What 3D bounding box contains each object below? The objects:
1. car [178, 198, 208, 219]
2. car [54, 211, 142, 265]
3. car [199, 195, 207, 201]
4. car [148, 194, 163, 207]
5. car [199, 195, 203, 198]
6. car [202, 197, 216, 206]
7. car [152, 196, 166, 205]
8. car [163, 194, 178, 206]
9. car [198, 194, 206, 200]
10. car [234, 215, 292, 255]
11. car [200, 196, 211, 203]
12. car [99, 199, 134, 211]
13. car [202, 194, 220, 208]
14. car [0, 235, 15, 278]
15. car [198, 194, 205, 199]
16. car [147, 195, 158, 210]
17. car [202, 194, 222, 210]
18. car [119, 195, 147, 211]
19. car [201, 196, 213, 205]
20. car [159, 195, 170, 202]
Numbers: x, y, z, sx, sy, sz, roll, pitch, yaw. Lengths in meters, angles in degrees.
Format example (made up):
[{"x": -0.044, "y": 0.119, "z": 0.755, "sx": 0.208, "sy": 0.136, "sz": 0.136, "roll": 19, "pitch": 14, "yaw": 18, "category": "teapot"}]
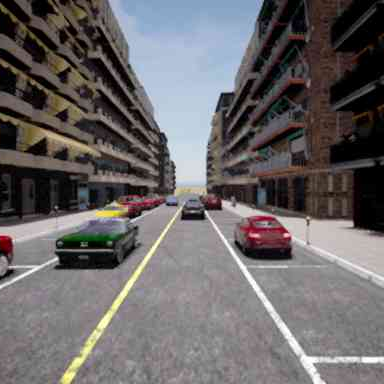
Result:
[{"x": 0.092, "y": 1.508, "z": 28.337, "sx": 1.994, "sy": 1.385, "sz": 4.181, "roll": 0, "pitch": 0, "yaw": 0, "category": "car"}, {"x": -3.103, "y": 1.578, "z": 11.784, "sx": 1.895, "sy": 1.301, "sz": 4.718, "roll": 0, "pitch": 0, "yaw": 0, "category": "car"}, {"x": 2.660, "y": 1.375, "z": 80.953, "sx": 1.947, "sy": 1.339, "sz": 4.313, "roll": -1, "pitch": 0, "yaw": 0, "category": "car"}, {"x": -5.718, "y": 1.218, "z": 46.904, "sx": 2.192, "sy": 1.841, "sz": 5.009, "roll": -1, "pitch": 0, "yaw": 0, "category": "car"}, {"x": 0.091, "y": 1.442, "z": 40.471, "sx": 1.812, "sy": 1.442, "sz": 4.674, "roll": 0, "pitch": 0, "yaw": 0, "category": "car"}, {"x": 2.632, "y": 1.454, "z": 52.631, "sx": 1.947, "sy": 1.339, "sz": 4.313, "roll": -1, "pitch": 0, "yaw": 0, "category": "car"}, {"x": -5.717, "y": 1.418, "z": 58.234, "sx": 1.887, "sy": 1.381, "sz": 4.507, "roll": -1, "pitch": 0, "yaw": 0, "category": "car"}, {"x": -3.060, "y": 1.437, "z": 52.109, "sx": 2.033, "sy": 1.411, "sz": 5.357, "roll": 0, "pitch": 0, "yaw": 1, "category": "car"}, {"x": 2.656, "y": 1.343, "z": 86.618, "sx": 2.008, "sy": 1.369, "sz": 4.403, "roll": -1, "pitch": 0, "yaw": 0, "category": "car"}, {"x": 2.642, "y": 1.556, "z": 12.981, "sx": 1.802, "sy": 1.307, "sz": 4.206, "roll": -1, "pitch": 0, "yaw": 0, "category": "car"}, {"x": 2.635, "y": 1.423, "z": 63.960, "sx": 1.947, "sy": 1.339, "sz": 4.313, "roll": -1, "pitch": 0, "yaw": 0, "category": "car"}, {"x": -5.710, "y": 1.478, "z": 24.076, "sx": 1.752, "sy": 1.417, "sz": 4.829, "roll": -1, "pitch": 0, "yaw": 0, "category": "car"}, {"x": 2.629, "y": 1.217, "z": 46.967, "sx": 2.192, "sy": 1.841, "sz": 5.009, "roll": -1, "pitch": 0, "yaw": 0, "category": "car"}, {"x": -5.705, "y": 1.531, "z": 7.254, "sx": 1.887, "sy": 1.381, "sz": 4.507, "roll": -1, "pitch": 0, "yaw": 0, "category": "car"}, {"x": 2.656, "y": 1.356, "z": 92.283, "sx": 1.802, "sy": 1.307, "sz": 4.206, "roll": -1, "pitch": 0, "yaw": 0, "category": "car"}, {"x": -5.713, "y": 1.461, "z": 41.241, "sx": 1.887, "sy": 1.381, "sz": 4.507, "roll": -1, "pitch": 0, "yaw": 0, "category": "car"}, {"x": 2.630, "y": 1.230, "z": 41.301, "sx": 2.192, "sy": 1.841, "sz": 5.009, "roll": -1, "pitch": 0, "yaw": 0, "category": "car"}, {"x": -5.714, "y": 1.256, "z": 29.911, "sx": 2.192, "sy": 1.841, "sz": 5.009, "roll": -1, "pitch": 0, "yaw": 0, "category": "car"}, {"x": 2.630, "y": 1.418, "z": 58.296, "sx": 1.887, "sy": 1.381, "sz": 4.507, "roll": -1, "pitch": 0, "yaw": 0, "category": "car"}, {"x": -5.719, "y": 1.408, "z": 69.565, "sx": 1.947, "sy": 1.339, "sz": 4.313, "roll": -1, "pitch": 0, "yaw": 0, "category": "car"}]
